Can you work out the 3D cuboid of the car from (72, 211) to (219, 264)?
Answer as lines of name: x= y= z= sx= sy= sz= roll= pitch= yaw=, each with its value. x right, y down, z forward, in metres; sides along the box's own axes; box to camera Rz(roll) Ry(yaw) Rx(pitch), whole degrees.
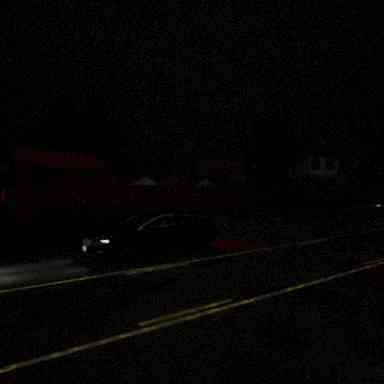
car: x=-1.308 y=1.434 z=11.657 sx=4.902 sy=1.511 sz=2.128 roll=-1 pitch=1 yaw=-36

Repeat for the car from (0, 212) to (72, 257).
car: x=-5.328 y=1.518 z=13.088 sx=5.357 sy=1.411 sz=2.033 roll=-1 pitch=0 yaw=-35
